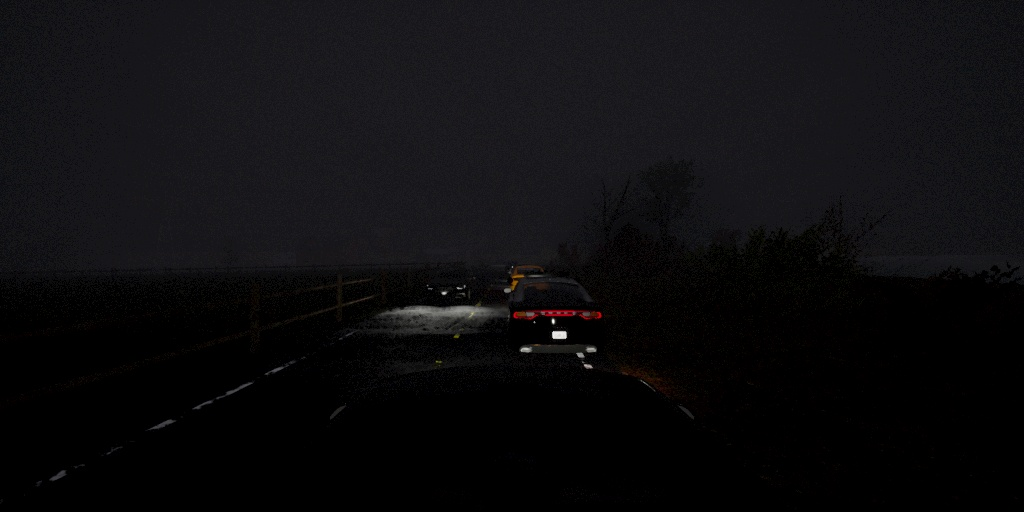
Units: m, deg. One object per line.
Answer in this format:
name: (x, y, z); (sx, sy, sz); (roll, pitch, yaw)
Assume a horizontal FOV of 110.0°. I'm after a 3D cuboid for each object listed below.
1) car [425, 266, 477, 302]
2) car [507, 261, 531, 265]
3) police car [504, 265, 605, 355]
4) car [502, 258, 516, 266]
car: (-2.743, 1.255, 16.901); (1.837, 1.490, 4.892); (0, 0, 0)
car: (0.836, 1.228, 18.729); (1.882, 1.535, 5.008); (0, 0, 0)
police car: (0.829, 1.174, 8.839); (1.930, 1.638, 5.238); (0, 0, 0)
car: (0.072, 1.335, 46.627); (1.994, 1.385, 4.181); (0, 0, 0)
